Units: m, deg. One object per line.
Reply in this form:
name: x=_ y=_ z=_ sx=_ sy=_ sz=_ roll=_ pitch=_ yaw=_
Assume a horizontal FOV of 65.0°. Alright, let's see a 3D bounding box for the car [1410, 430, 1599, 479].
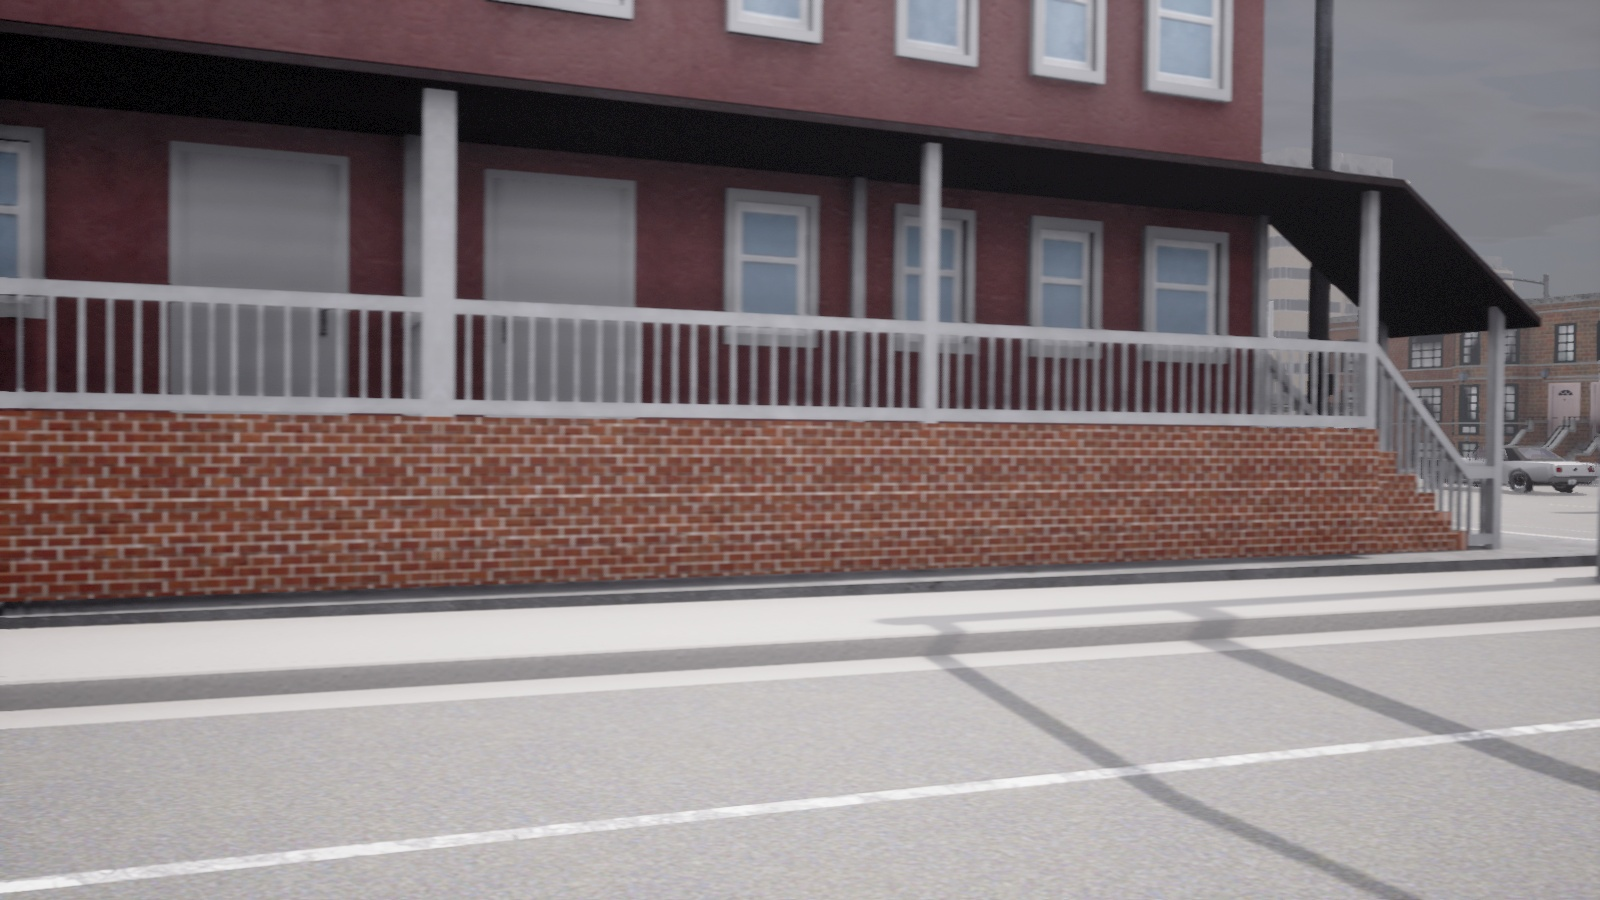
car: x=20.148 y=0.093 z=36.078 sx=1.895 sy=1.301 sz=4.718 roll=-1 pitch=1 yaw=-21
